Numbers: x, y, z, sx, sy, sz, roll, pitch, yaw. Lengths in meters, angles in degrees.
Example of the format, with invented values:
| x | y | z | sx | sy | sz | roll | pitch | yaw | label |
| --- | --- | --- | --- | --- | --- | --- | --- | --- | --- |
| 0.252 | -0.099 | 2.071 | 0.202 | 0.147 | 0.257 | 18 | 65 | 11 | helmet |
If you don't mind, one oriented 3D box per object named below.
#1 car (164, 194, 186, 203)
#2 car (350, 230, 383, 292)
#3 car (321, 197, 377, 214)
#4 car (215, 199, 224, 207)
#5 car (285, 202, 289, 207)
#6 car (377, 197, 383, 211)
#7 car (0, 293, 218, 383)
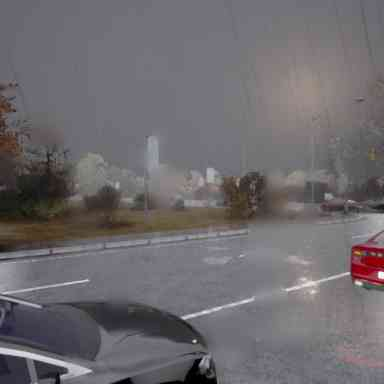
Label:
| x | y | z | sx | sy | sz | roll | pitch | yaw | label |
| --- | --- | --- | --- | --- | --- | --- | --- | --- | --- |
| -3.059 | 1.111 | 60.377 | 2.097 | 1.767 | 4.553 | -1 | 1 | -38 | car |
| 5.726 | 1.443 | 7.825 | 5.008 | 1.535 | 1.882 | 0 | 0 | -35 | car |
| 14.624 | 1.306 | 31.833 | 1.812 | 1.442 | 4.674 | -1 | 0 | -32 | car |
| 5.438 | 1.331 | 44.121 | 2.033 | 1.411 | 5.357 | -1 | 0 | -39 | car |
| 10.436 | 1.276 | 43.505 | 1.812 | 1.442 | 4.674 | -1 | 0 | -39 | car |
| 19.468 | 1.231 | 32.926 | 2.128 | 1.511 | 4.902 | -1 | 0 | -45 | car |
| -1.991 | 1.492 | 2.310 | 4.902 | 1.511 | 2.128 | 0 | 0 | -35 | car |
